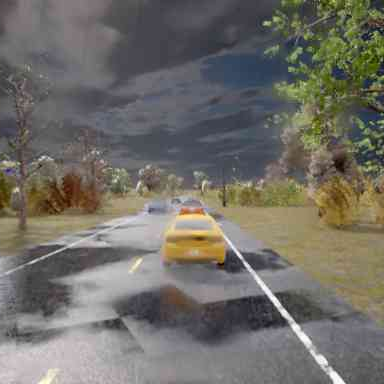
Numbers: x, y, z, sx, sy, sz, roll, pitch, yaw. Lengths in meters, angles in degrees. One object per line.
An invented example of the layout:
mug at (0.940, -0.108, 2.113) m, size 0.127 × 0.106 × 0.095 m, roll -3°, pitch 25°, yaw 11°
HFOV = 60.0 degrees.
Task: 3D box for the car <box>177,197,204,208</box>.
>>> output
car at (0.007, 1.526, 29.387) m, size 2.097 × 1.767 × 4.553 m, roll 0°, pitch 0°, yaw 0°

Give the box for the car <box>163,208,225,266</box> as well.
car at (0.069, 1.549, 11.823) m, size 1.882 × 1.535 × 5.008 m, roll 0°, pitch 0°, yaw 0°

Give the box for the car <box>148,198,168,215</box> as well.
car at (-3.769, 1.691, 37.299) m, size 1.882 × 1.535 × 5.008 m, roll 0°, pitch 0°, yaw -1°

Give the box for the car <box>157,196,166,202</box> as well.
car at (-7.272, 1.672, 78.784) m, size 1.994 × 1.385 × 4.181 m, roll 0°, pitch 0°, yaw -3°

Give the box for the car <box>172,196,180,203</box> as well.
car at (-3.815, 1.809, 81.946) m, size 1.812 × 1.442 × 4.674 m, roll 0°, pitch 0°, yaw 0°

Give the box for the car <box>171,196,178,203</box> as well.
car at (-3.669, 1.733, 74.566) m, size 2.033 × 1.411 × 5.357 m, roll 0°, pitch 0°, yaw -2°
